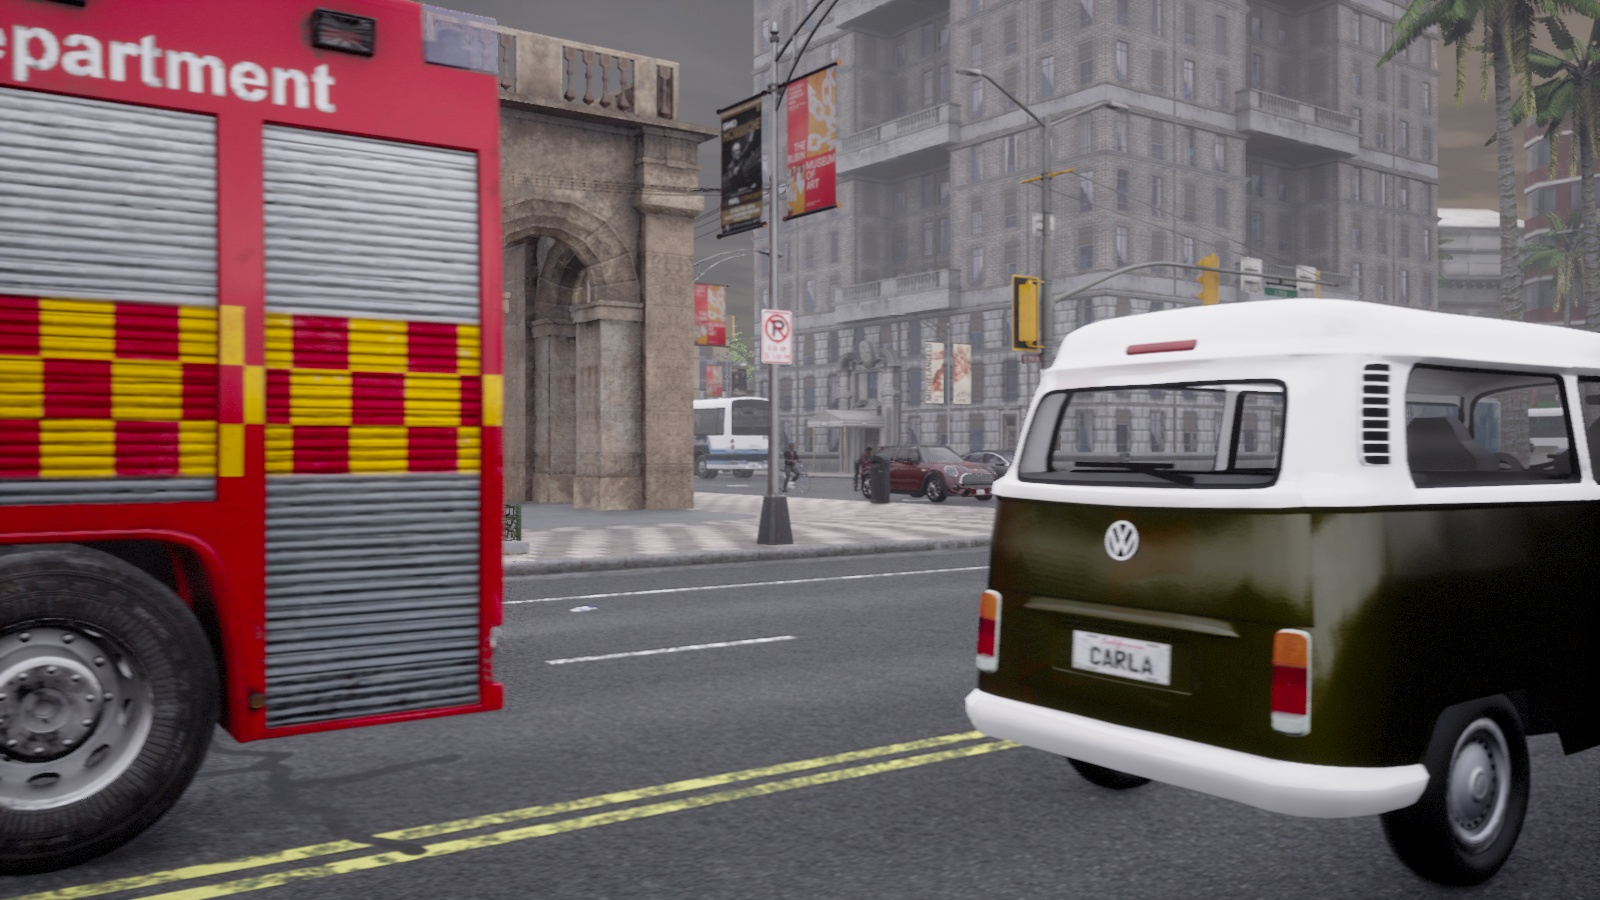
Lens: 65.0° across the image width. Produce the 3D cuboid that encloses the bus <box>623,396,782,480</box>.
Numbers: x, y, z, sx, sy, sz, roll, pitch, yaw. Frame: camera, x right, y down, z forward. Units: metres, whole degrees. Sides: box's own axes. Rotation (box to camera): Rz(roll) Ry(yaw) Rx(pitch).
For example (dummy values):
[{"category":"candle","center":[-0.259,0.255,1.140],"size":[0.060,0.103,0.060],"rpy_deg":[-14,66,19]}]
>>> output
[{"category":"bus","center":[-5.533,-0.584,68.904],"size":[3.944,4.253,10.273],"rpy_deg":[0,0,-36]}]

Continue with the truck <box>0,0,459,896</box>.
[{"category":"truck","center":[-5.711,-0.388,3.932],"size":[8.468,3.827,2.891],"rpy_deg":[0,0,-35]}]

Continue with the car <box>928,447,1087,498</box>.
[{"category":"car","center":[6.477,0.678,39.692],"size":[2.128,1.511,4.902],"rpy_deg":[0,0,-35]}]

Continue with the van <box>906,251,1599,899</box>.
[{"category":"van","center":[2.873,0.455,5.653],"size":[4.480,2.038,2.069],"rpy_deg":[0,0,-35]}]

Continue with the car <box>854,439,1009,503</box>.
[{"category":"car","center":[3.836,0.593,37.368],"size":[2.097,1.767,4.553],"rpy_deg":[0,0,-35]}]

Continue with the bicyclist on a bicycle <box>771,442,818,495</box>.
[{"category":"bicyclist on a bicycle","center":[-0.196,0.628,43.116],"size":[0.659,1.776,1.843],"rpy_deg":[0,0,-35]}]
